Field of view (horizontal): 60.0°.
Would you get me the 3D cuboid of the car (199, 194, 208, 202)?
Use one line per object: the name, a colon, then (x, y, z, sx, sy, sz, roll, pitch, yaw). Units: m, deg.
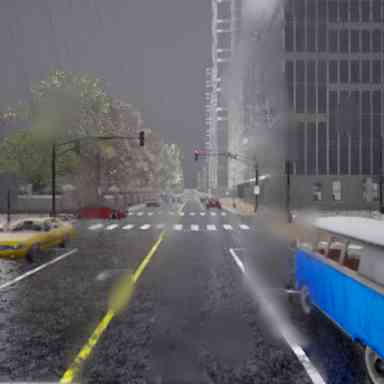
car: (2.718, 1.393, 77.098, 1.967, 1.590, 4.097, 0, 0, 0)

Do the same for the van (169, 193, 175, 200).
van: (-5.657, 1.263, 94.158, 1.690, 1.788, 3.998, 0, 0, 0)

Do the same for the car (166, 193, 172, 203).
car: (-5.666, 1.282, 65.742, 2.192, 1.841, 5.009, 0, 0, 0)

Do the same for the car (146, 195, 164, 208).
car: (-5.673, 1.521, 48.693, 1.887, 1.381, 4.507, 0, 0, 0)

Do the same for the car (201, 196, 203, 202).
car: (2.708, 1.542, 48.693, 1.947, 1.339, 4.313, 0, 0, 0)

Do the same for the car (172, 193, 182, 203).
car: (-2.989, 1.476, 65.923, 2.128, 1.511, 4.902, 0, 0, 0)

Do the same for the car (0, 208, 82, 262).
car: (-5.813, 1.520, 12.122, 1.752, 1.417, 4.829, 0, 0, 0)

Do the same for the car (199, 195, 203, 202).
car: (2.715, 1.526, 71.417, 1.947, 1.339, 4.313, 0, 0, 0)

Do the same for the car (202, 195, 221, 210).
car: (2.707, 1.419, 43.012, 1.967, 1.590, 4.097, 0, 0, 0)

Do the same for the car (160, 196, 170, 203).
car: (-5.666, 1.543, 71.424, 1.802, 1.307, 4.206, 0, 0, 0)

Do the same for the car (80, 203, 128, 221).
car: (-7.186, 1.556, 26.423, 4.181, 1.385, 1.994, 0, 0, 1)

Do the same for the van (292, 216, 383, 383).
van: (2.777, 1.338, 4.887, 1.690, 1.788, 3.998, 0, 0, 0)

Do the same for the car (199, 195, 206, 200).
car: (2.721, 1.458, 88.634, 1.752, 1.417, 4.829, 0, 0, 0)

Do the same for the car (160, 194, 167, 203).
car: (-5.671, 1.525, 54.376, 2.008, 1.369, 4.403, 0, 0, 0)
